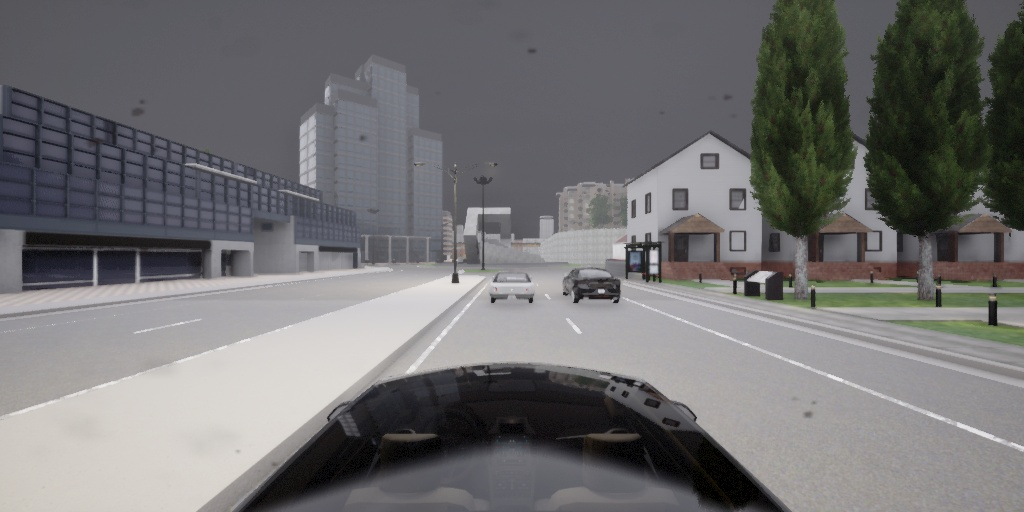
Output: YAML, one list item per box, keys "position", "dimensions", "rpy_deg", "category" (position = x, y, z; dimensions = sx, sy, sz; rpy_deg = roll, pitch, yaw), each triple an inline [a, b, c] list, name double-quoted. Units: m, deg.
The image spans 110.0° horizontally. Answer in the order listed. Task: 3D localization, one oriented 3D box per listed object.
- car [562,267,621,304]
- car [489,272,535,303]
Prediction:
- position: [3.500, 1.235, 16.500]
  dimensions: [1.882, 1.535, 5.008]
  rpy_deg: [0, 0, 0]
  category: "car"
- position: [0.000, 1.367, 16.530]
  dimensions: [1.895, 1.301, 4.718]
  rpy_deg: [0, 0, 0]
  category: "car"
